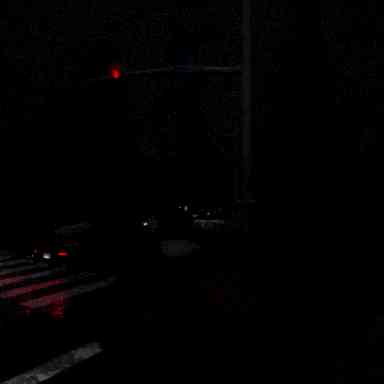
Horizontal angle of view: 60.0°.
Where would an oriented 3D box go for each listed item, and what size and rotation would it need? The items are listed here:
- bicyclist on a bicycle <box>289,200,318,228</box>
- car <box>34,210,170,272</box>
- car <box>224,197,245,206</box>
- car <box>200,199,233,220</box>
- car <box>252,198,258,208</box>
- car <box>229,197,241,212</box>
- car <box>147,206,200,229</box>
[{"bbox_3d":[6.597,1.316,19.692,1.656,1.620,0.582,0,0,25],"label":"bicyclist on a bicycle"},{"bbox_3d":[-2.825,1.536,10.945,1.812,1.442,4.674,-1,-1,27],"label":"car"},{"bbox_3d":[7.626,1.650,60.299,2.033,1.411,5.357,0,0,-11],"label":"car"},{"bbox_3d":[1.974,1.607,29.205,1.994,1.385,4.181,0,0,19],"label":"car"},{"bbox_3d":[8.680,1.569,50.314,2.128,1.511,4.902,0,0,-1],"label":"car"},{"bbox_3d":[4.451,1.609,39.326,2.033,1.411,5.357,0,0,9],"label":"car"},{"bbox_3d":[-1.806,1.577,19.914,2.033,1.411,5.357,0,0,29],"label":"car"}]
